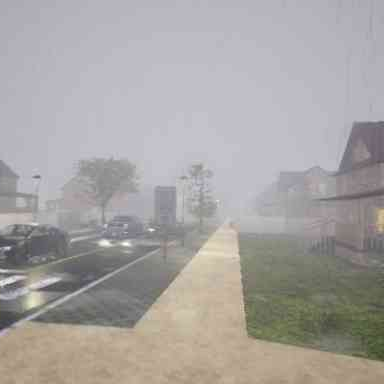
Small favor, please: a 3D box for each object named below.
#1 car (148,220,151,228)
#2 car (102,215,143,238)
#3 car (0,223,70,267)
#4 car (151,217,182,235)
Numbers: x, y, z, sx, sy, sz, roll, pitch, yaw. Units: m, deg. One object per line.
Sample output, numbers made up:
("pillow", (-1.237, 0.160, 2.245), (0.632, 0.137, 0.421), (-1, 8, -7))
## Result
("car", (-3.694, 3.506, 39.587), (2.033, 1.411, 5.357), (1, -3, 7))
("car", (-5.375, 2.596, 26.323), (2.097, 1.767, 4.553), (1, -3, 7))
("car", (-6.966, 2.081, 13.939), (2.128, 1.511, 4.902), (1, -3, 8))
("car", (-2.023, 3.106, 30.153), (1.895, 1.301, 4.718), (1, -3, 7))
